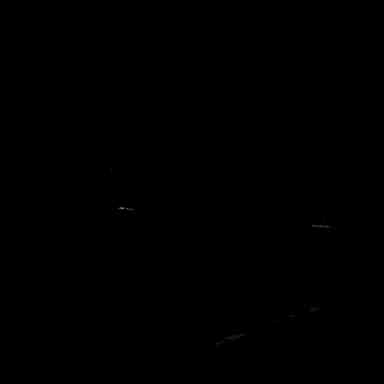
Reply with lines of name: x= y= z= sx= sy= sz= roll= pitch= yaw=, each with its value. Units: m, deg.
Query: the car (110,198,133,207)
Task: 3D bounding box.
car: x=-10.856 y=1.613 z=50.664 sx=2.033 sy=1.411 sz=5.357 roll=-1 pitch=0 yaw=-35

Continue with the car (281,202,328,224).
car: x=7.648 y=1.527 z=24.626 sx=1.812 sy=1.442 sz=4.674 roll=-1 pitch=1 yaw=-35
